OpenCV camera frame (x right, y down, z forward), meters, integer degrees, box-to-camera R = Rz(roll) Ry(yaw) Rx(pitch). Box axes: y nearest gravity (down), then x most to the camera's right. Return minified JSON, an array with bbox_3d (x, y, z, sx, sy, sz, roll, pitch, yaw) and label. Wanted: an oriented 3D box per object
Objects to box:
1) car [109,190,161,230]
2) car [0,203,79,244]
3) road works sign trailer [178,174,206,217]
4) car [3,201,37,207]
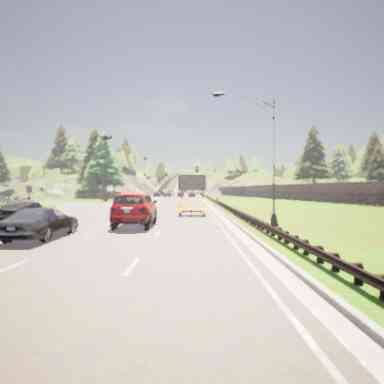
[{"bbox_3d":[-3.400,1.072,20.062,2.150,2.045,5.566,0,1,0],"label":"car"},{"bbox_3d":[-6.900,1.433,15.191,2.033,1.411,5.357,0,0,0],"label":"car"},{"bbox_3d":[-0.001,0.252,28.280,2.380,3.560,2.880,0,0,0],"label":"road works sign trailer"},{"bbox_3d":[-10.400,1.349,20.912,1.837,1.490,4.892,0,1,0],"label":"car"}]
